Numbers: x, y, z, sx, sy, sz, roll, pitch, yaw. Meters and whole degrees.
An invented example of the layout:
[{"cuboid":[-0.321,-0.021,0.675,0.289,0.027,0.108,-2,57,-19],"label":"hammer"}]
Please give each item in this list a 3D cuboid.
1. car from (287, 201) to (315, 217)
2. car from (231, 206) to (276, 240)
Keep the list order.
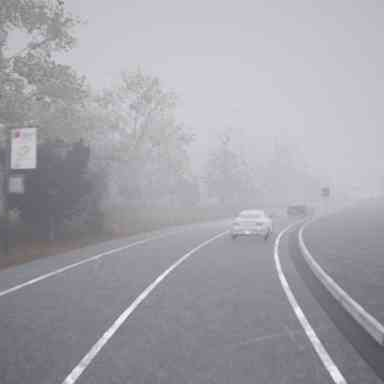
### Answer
[{"cuboid":[11.221,1.664,34.125,1.882,1.535,5.008,-3,-1,32],"label":"car"},{"cuboid":[3.293,1.687,17.877,1.812,1.442,4.674,-1,-1,17],"label":"car"}]
